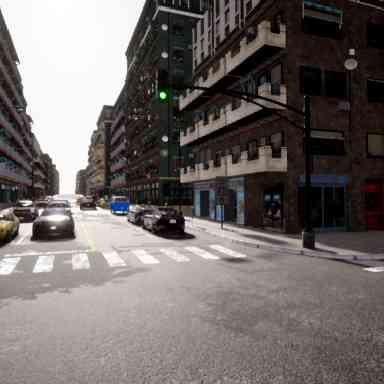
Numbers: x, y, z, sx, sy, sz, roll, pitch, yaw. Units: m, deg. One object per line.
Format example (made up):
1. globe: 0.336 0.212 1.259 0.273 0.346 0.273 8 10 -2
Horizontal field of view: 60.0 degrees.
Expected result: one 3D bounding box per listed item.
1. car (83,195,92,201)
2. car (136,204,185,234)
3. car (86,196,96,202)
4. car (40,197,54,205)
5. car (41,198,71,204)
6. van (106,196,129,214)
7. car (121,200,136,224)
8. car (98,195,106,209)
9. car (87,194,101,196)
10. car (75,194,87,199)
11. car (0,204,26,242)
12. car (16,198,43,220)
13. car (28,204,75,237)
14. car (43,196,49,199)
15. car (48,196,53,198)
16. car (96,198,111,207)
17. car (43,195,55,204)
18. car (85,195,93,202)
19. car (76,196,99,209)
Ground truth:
1. car: -27.579 1.621 87.963 2.008 1.369 4.403 1 0 -21
2. car: -1.726 1.579 19.316 1.947 1.339 4.313 1 0 -21
3. car: -23.601 1.611 77.402 2.008 1.369 4.403 1 0 -21
4. car: -25.477 1.593 58.607 2.008 1.369 4.403 1 0 -21
5. car: -10.573 1.495 26.356 1.882 1.535 5.008 0 0 -21
6. van: -7.688 1.365 35.159 1.690 1.788 3.998 1 0 -21
7. car: -3.714 1.567 24.597 2.008 1.369 4.403 1 0 -21
8. car: -11.728 1.558 45.878 1.752 1.417 4.829 1 0 -21
9. car: -17.631 1.361 61.562 2.192 1.841 5.009 1 0 -21
10. car: -20.925 1.524 62.914 1.882 1.535 5.008 0 0 -21
11. car: -9.507 1.535 16.204 1.752 1.417 4.829 1 0 -21
12. car: -13.543 1.457 26.925 1.967 1.590 4.097 1 0 -21
13. car: -7.504 1.575 18.198 1.994 1.385 4.181 0 0 -21
14. car: -21.499 1.578 48.046 1.887 1.381 4.507 1 0 -21
15. car: -14.205 1.502 36.076 1.882 1.535 5.008 0 0 -20
16. car: -13.658 1.618 50.999 1.802 1.307 4.206 1 0 -21
17. car: -27.464 1.487 63.889 1.967 1.590 4.097 1 0 -21
18. car: -25.650 1.590 82.843 1.752 1.417 4.829 1 0 -21
19. car: -14.124 1.595 44.853 1.994 1.385 4.181 0 0 -21
